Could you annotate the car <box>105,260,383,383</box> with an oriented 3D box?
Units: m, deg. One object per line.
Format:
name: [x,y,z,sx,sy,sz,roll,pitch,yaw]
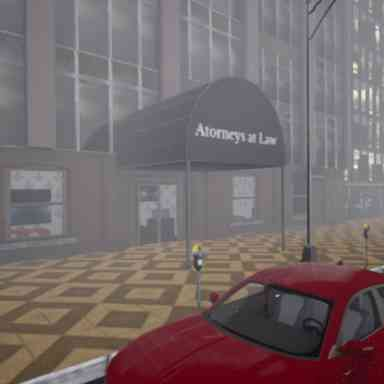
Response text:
car: [1.262,1.545,3.667,4.507,1.381,1.887,0,-1,-38]
